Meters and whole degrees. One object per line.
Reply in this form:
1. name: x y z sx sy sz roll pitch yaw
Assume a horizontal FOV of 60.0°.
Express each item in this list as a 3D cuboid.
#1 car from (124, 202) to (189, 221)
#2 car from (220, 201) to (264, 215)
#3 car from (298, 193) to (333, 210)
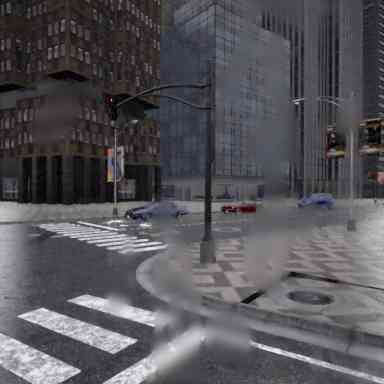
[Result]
1. car: -2.751 1.479 26.784 5.357 1.411 2.033 0 0 -39
2. car: 5.037 1.540 33.161 4.718 1.301 1.895 0 0 -39
3. car: 15.588 1.177 41.799 5.566 2.045 2.150 0 0 -39
